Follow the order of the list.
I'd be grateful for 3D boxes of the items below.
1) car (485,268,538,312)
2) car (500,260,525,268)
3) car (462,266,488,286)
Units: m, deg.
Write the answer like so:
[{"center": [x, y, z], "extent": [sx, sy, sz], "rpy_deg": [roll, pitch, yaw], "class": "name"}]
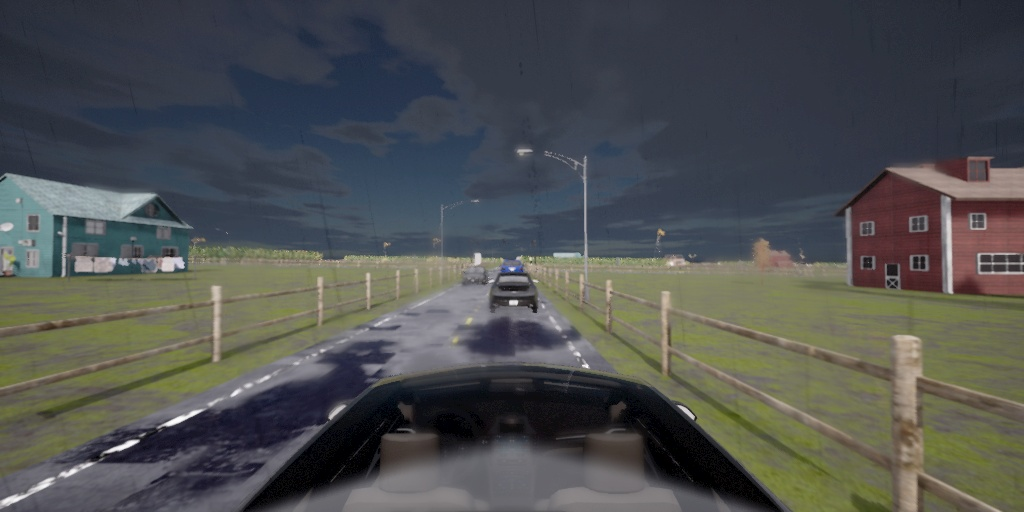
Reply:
[{"center": [0.063, 1.425, 15.191], "extent": [1.837, 1.490, 4.892], "rpy_deg": [0, 0, 0], "class": "car"}, {"center": [0.023, 1.384, 34.404], "extent": [2.150, 2.045, 5.566], "rpy_deg": [0, -1, 0], "class": "car"}, {"center": [-2.912, 1.602, 29.242], "extent": [1.837, 1.490, 4.892], "rpy_deg": [0, -1, 0], "class": "car"}]
